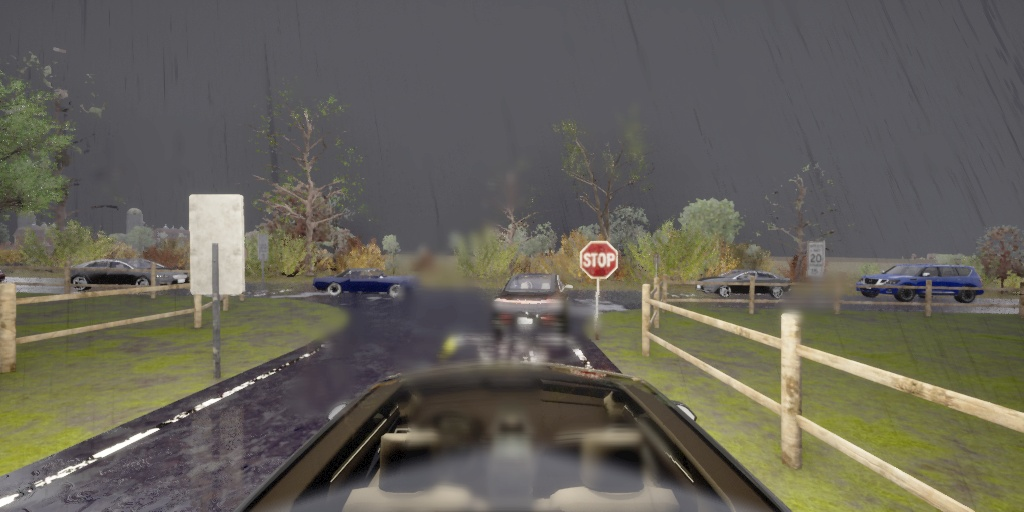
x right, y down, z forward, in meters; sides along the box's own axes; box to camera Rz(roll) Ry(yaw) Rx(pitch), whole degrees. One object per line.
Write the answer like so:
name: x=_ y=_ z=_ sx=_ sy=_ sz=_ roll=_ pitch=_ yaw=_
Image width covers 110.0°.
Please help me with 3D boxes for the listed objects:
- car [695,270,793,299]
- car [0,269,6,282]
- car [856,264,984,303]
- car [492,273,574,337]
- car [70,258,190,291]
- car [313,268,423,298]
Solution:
car: x=13.020 y=1.525 z=20.271 sx=4.902 sy=1.511 sz=2.128 roll=1 pitch=1 yaw=0
car: x=-27.780 y=0.717 z=17.404 sx=4.674 sy=1.442 sz=1.812 roll=1 pitch=1 yaw=0
car: x=22.915 y=1.466 z=20.251 sx=5.566 sy=2.045 sz=2.150 roll=1 pitch=1 yaw=0
car: x=0.714 y=1.239 z=10.323 sx=2.128 sy=1.511 sz=4.902 roll=0 pitch=0 yaw=9
car: x=-18.477 y=0.885 z=17.389 sx=4.902 sy=1.511 sz=2.128 roll=1 pitch=1 yaw=0
car: x=-6.809 y=1.248 z=17.361 sx=4.718 sy=1.301 sz=1.895 roll=1 pitch=1 yaw=0
